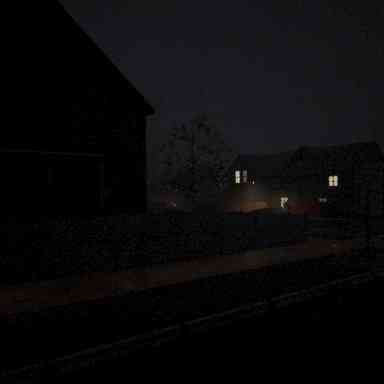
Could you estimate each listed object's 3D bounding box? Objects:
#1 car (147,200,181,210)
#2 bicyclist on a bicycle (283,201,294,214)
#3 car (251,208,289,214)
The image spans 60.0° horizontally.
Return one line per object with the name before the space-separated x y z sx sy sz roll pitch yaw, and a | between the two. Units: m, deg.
car | -3.442 1.984 37.777 2.150 2.045 5.566 -1 -1 -36
bicyclist on a bicycle | 8.838 1.667 30.682 1.656 1.620 0.582 -1 0 -36
car | 6.003 1.901 24.596 1.812 1.442 4.674 -1 -1 -36
